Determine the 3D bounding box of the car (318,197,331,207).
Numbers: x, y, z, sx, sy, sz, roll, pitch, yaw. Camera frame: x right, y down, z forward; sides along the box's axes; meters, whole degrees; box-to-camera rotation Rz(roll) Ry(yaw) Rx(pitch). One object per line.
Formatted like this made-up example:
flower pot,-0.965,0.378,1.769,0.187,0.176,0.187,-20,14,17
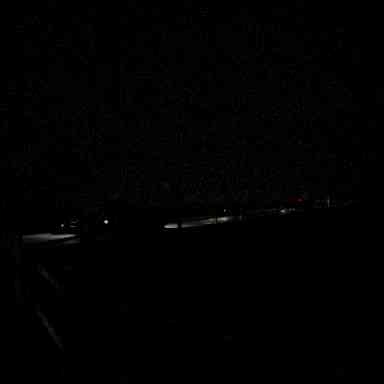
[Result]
car,20.118,1.542,51.678,2.033,1.411,5.357,-3,-2,36

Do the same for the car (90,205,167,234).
car,-3.315,1.533,19.013,1.994,1.385,4.181,-3,-2,36

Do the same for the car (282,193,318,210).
car,14.056,1.205,43.171,2.150,2.045,5.566,-3,-2,36

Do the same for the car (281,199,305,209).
car,14.957,1.744,49.191,1.895,1.301,4.718,-3,-2,36

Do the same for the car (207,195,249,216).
car,3.772,1.309,33.797,2.150,2.045,5.566,-3,-2,36

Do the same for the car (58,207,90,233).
car,-5.798,1.586,20.447,1.837,1.490,4.892,-3,-1,35
